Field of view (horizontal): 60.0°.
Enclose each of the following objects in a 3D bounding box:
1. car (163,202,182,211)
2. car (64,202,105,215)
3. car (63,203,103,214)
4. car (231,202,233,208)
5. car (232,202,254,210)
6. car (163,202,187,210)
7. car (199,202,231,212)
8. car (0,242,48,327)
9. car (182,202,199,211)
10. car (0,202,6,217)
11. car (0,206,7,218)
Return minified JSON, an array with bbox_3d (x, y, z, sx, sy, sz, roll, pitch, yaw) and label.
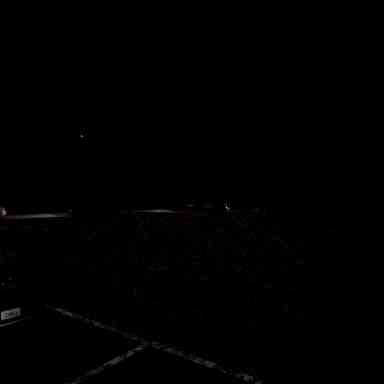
[{"bbox_3d":[-2.634,2.324,54.756,1.882,1.535,5.008,0,-2,36],"label":"car"},{"bbox_3d":[-12.734,2.012,40.915,2.128,1.511,4.902,0,-1,36],"label":"car"},{"bbox_3d":[-14.405,2.159,44.149,1.895,1.301,4.718,0,-1,36],"label":"car"},{"bbox_3d":[7.034,2.558,62.446,2.128,1.511,4.902,0,-1,36],"label":"car"},{"bbox_3d":[9.664,2.624,60.535,1.994,1.385,4.181,0,-1,36],"label":"car"},{"bbox_3d":[-3.002,2.527,59.720,1.895,1.301,4.718,0,-1,36],"label":"car"},{"bbox_3d":[3.623,2.367,52.129,1.837,1.490,4.892,0,-1,36],"label":"car"},{"bbox_3d":[-4.419,1.551,6.159,4.403,1.369,2.008,0,0,36],"label":"car"},{"bbox_3d":[1.148,2.366,54.255,2.128,1.511,4.902,0,-1,37],"label":"car"},{"bbox_3d":[-21.914,1.822,33.810,1.837,1.490,4.892,0,-1,36],"label":"car"},{"bbox_3d":[-19.886,1.817,31.039,1.812,1.442,4.674,0,-1,36],"label":"car"}]
